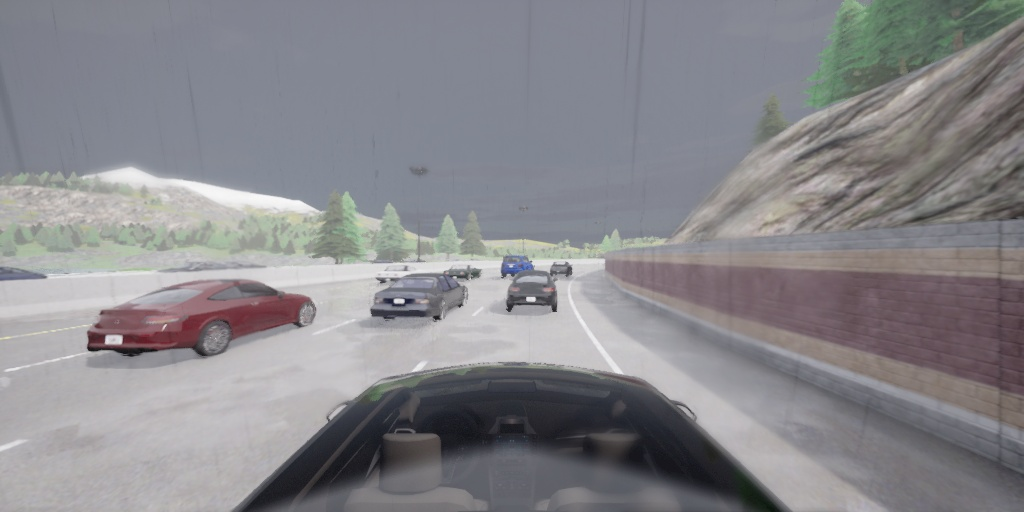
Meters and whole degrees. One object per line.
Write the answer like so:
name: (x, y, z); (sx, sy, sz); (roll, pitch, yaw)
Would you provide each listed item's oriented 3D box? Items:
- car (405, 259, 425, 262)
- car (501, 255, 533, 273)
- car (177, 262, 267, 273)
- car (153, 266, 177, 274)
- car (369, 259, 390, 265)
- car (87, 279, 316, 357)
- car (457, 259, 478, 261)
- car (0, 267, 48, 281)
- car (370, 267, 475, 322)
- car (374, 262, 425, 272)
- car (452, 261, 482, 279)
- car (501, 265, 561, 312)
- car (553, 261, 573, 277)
car: (-16.529, 1.189, 60.145); (2.128, 1.511, 4.902); (0, 0, 22)
car: (0.553, 0.973, 32.974); (2.150, 2.045, 5.566); (0, 0, 14)
car: (-19.136, 1.181, 24.470); (2.128, 1.511, 4.902); (0, 0, 9)
car: (-22.505, 1.170, 25.560); (2.128, 1.511, 4.902); (0, 0, 9)
car: (-21.143, 1.246, 57.876); (1.994, 1.385, 4.181); (0, 0, 20)
car: (-6.626, 1.255, 8.375); (1.812, 1.442, 4.674); (0, 0, 3)
car: (-7.255, 1.257, 64.015); (1.812, 1.442, 4.674); (0, 0, 24)
car: (-27.014, 1.228, 18.308); (1.994, 1.385, 4.181); (0, 0, 7)
car: (-2.880, 1.288, 12.317); (2.033, 1.411, 5.357); (0, 0, 5)
car: (-7.999, 1.325, 26.420); (1.895, 1.301, 4.718); (0, 0, 10)
car: (-3.880, 1.338, 29.271); (1.895, 1.301, 4.718); (0, 0, 12)
car: (0.850, 1.278, 14.248); (1.812, 1.442, 4.674); (0, 0, 5)
car: (4.996, 1.257, 35.997); (2.128, 1.511, 4.902); (0, 0, 15)
